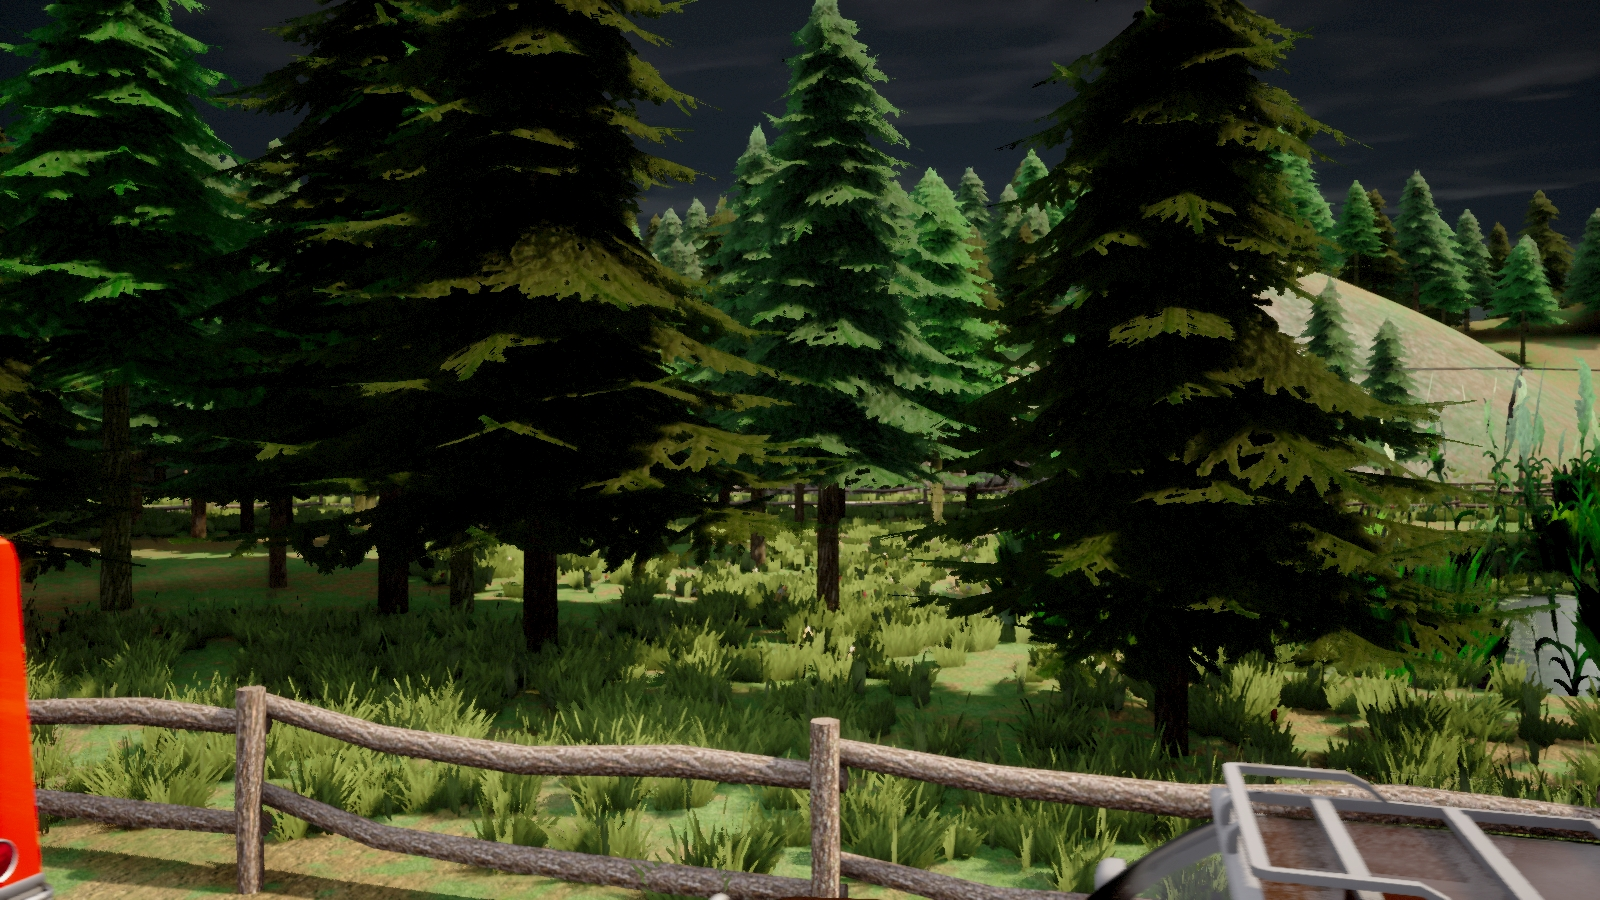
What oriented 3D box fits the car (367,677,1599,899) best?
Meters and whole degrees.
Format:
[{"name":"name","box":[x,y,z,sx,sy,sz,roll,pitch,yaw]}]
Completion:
[{"name":"car","box":[1.483,1.830,2.901,4.605,1.855,1.932,0,0,16]}]

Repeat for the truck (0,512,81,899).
[{"name":"truck","box":[-6.502,1.539,5.218,5.204,2.467,2.627,0,0,16]}]
